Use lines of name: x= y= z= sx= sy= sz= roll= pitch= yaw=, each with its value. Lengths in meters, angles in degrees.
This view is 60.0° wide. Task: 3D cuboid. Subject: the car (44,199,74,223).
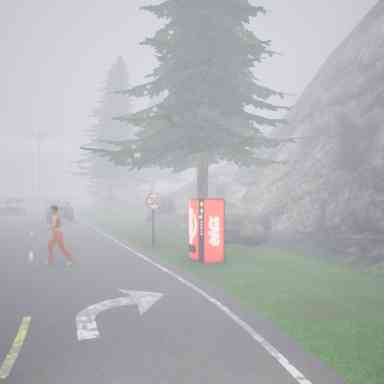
car: x=-10.223 y=1.490 z=25.641 sx=2.128 sy=1.511 sz=4.902 roll=0 pitch=0 yaw=-25

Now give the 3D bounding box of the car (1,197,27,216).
car: x=-17.667 y=1.350 z=33.172 sx=2.097 sy=1.767 sz=4.553 roll=0 pitch=0 yaw=-24

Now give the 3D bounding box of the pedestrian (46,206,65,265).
pedestrian: x=-4.099 y=1.294 z=10.008 sx=0.375 sy=1.860 sz=0.375 roll=0 pitch=0 yaw=-26

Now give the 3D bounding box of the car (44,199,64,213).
car: x=-16.260 y=1.546 z=39.020 sx=2.033 sy=1.411 sz=5.357 roll=0 pitch=0 yaw=-24

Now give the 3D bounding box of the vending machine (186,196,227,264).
vending machine: x=0.470 y=1.195 z=11.054 sx=1.100 sy=2.100 sz=0.880 roll=0 pitch=0 yaw=-26
